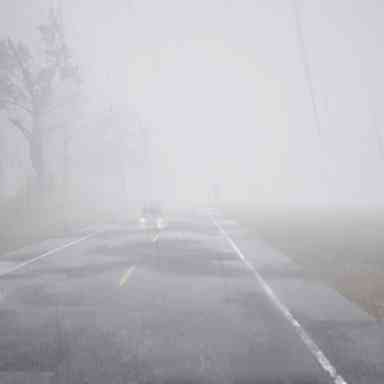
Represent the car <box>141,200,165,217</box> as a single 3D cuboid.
[{"bbox_3d":[-3.596,1.465,31.280,1.882,1.535,5.008,0,0,0],"label":"car"}]
